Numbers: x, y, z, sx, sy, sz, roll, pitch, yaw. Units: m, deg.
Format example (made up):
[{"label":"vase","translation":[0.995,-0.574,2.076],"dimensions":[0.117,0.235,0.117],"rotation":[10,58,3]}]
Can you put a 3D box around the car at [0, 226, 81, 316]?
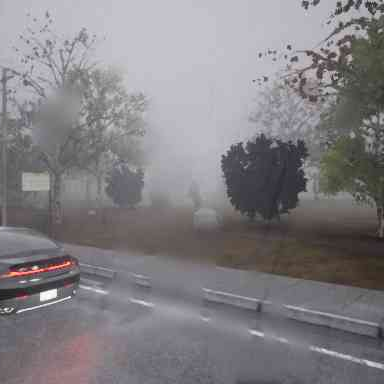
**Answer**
[{"label":"car","translation":[-4.375,1.504,7.111],"dimensions":[4.892,1.490,1.837],"rotation":[0,0,37]}]
